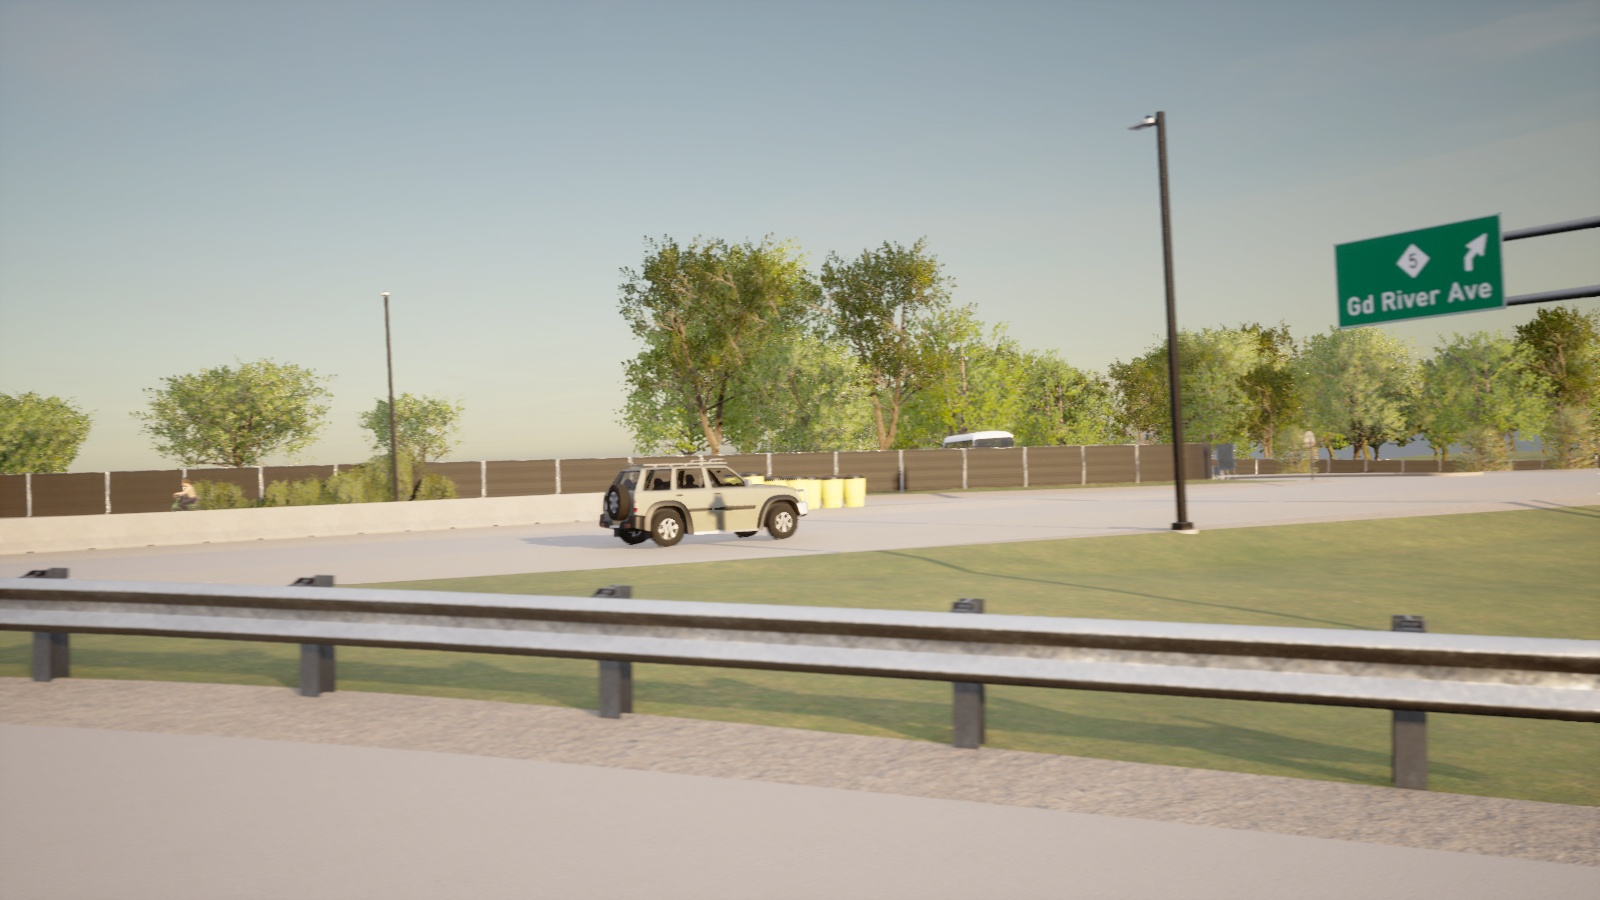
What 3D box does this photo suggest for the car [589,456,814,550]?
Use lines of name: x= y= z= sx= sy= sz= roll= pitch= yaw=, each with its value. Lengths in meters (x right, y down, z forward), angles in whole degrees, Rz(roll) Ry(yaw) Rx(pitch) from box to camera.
car: x=-2.159 y=1.126 z=27.982 sx=4.605 sy=1.855 sz=1.932 roll=-1 pitch=-1 yaw=-32

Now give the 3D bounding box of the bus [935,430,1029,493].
bus: x=13.343 y=0.906 z=93.359 sx=3.944 sy=4.253 sz=10.273 roll=-3 pitch=-1 yaw=-8
